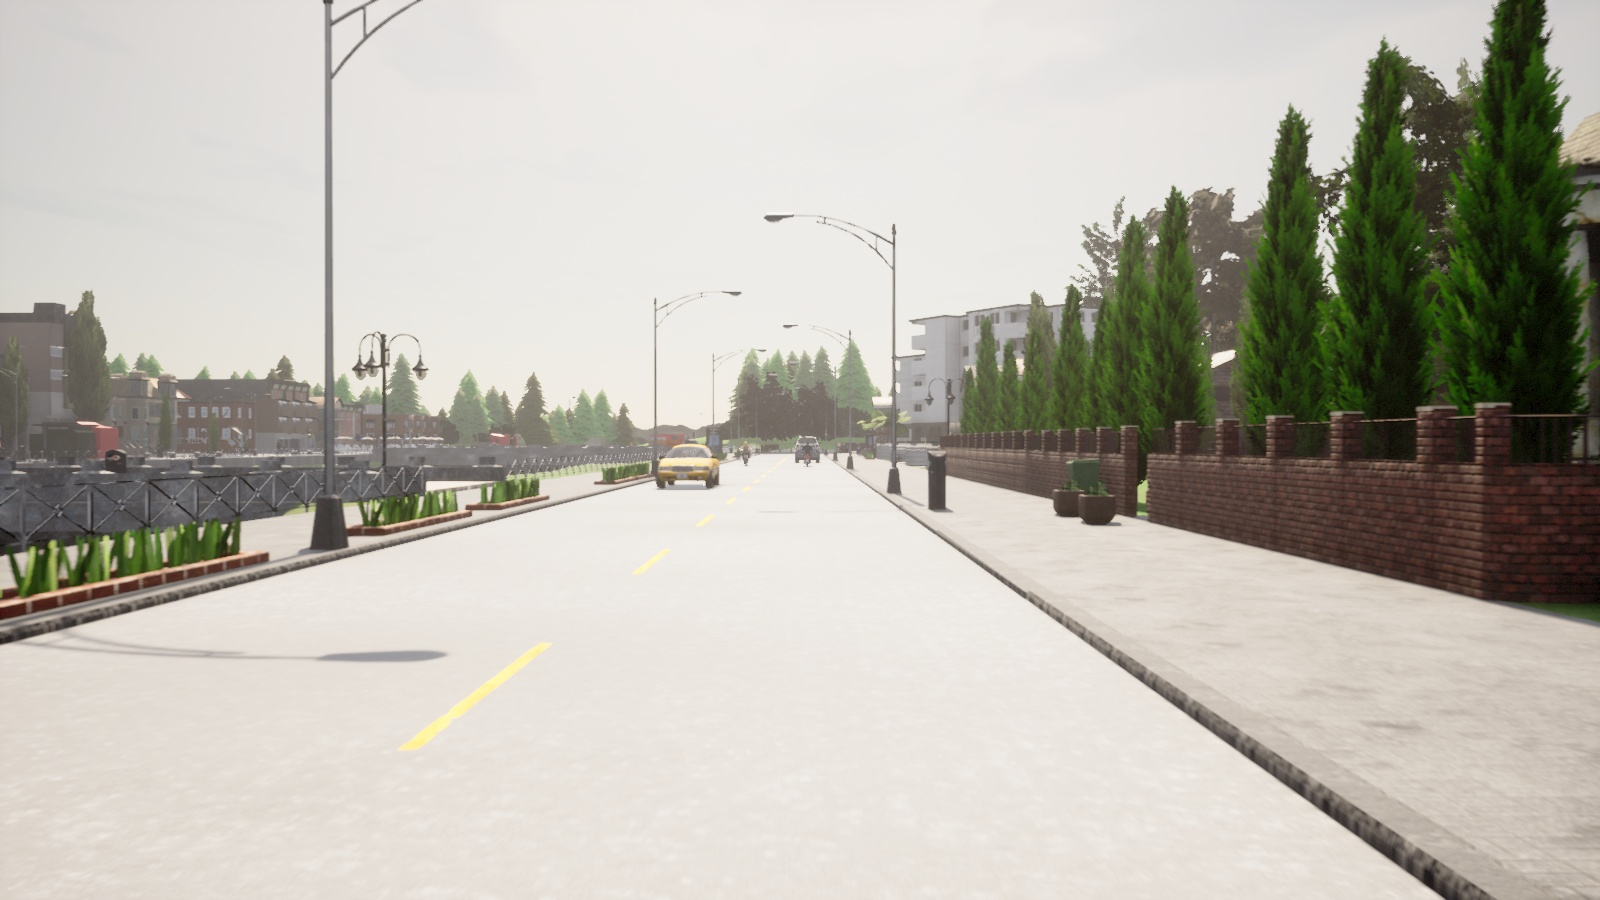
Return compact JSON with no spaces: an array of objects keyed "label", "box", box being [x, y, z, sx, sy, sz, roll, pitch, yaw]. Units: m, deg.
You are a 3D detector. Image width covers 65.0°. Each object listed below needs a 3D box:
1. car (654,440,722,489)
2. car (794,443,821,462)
[{"label":"car","box":[-3.740,0.442,42.623,1.801,1.575,5.366,0,0,0]},{"label":"car","box":[0.565,0.175,95.354,1.970,1.475,3.806,0,0,0]}]
